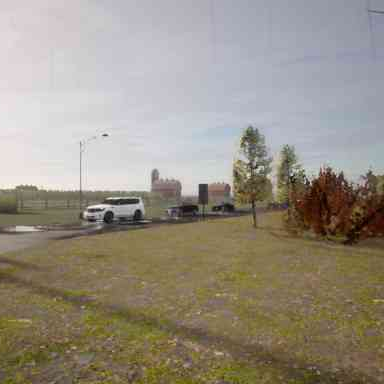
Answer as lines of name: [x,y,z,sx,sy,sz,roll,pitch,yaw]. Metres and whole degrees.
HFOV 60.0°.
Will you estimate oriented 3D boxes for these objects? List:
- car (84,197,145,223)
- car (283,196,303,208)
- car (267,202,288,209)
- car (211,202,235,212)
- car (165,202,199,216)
car: [-6.390,1.452,28.174,2.150,2.045,5.566,-1,-1,34]
car: [18.765,1.783,61.649,2.150,2.045,5.566,-1,-1,32]
car: [13.531,1.965,53.126,1.837,1.490,4.892,-1,-1,32]
car: [4.283,1.986,45.205,1.994,1.385,4.181,-1,-1,32]
car: [-1.057,1.817,36.690,2.128,1.511,4.902,-1,-1,32]
